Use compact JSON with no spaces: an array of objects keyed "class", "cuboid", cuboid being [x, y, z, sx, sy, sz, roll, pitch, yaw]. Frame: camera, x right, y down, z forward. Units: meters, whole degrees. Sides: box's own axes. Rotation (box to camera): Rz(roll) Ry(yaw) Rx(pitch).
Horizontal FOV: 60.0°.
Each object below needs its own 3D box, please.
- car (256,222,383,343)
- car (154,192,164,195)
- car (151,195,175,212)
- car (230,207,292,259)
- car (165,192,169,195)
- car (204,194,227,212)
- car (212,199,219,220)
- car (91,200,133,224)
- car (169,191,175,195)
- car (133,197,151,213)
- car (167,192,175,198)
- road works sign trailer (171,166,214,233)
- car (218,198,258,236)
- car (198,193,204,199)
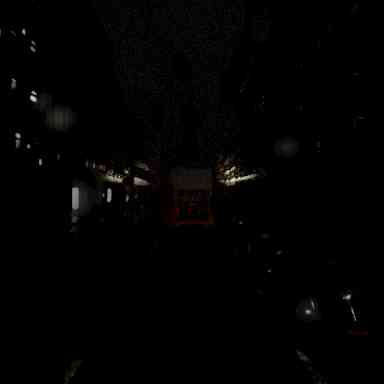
[{"class":"car","cuboid":[2.694,1.528,6.397,1.947,1.339,4.313,0,0,0]},{"class":"car","cuboid":[-5.665,1.127,51.495,1.967,1.590,4.097,0,0,0]},{"class":"car","cuboid":[-3.082,1.329,36.287,2.033,1.411,5.357,0,0,0]},{"class":"car","cuboid":[2.697,1.474,12.033,1.887,1.381,4.507,0,0,0]},{"class":"car","cuboid":[-5.662,0.967,57.130,2.192,1.841,5.009,0,0,0]},{"class":"car","cuboid":[2.709,1.107,34.577,2.192,1.841,5.009,0,0,0]},{"class":"car","cuboid":[2.703,1.412,23.305,2.008,1.369,4.403,0,0,0]},{"class":"car","cuboid":[-5.679,1.427,23.312,1.947,1.339,4.313,0,0,0]},{"class":"car","cuboid":[-5.649,0.787,85.311,2.192,1.841,5.009,0,0,0]},{"class":"car","cuboid":[-5.673,1.319,34.415,1.752,1.417,4.829,0,0,0]},{"class":"car","cuboid":[-5.647,0.876,90.947,1.967,1.590,4.097,0,0,0]},{"class":"road works sign trailer","cuboid":[0.009,0.353,18.797,2.380,3.560,2.880,0,0,0]},{"class":"car","cuboid":[2.700,1.335,17.669,1.967,1.590,4.097,0,0,0]},{"class":"car","cuboid":[2.731,0.996,85.475,1.752,1.417,4.829,0,0,0]}]
